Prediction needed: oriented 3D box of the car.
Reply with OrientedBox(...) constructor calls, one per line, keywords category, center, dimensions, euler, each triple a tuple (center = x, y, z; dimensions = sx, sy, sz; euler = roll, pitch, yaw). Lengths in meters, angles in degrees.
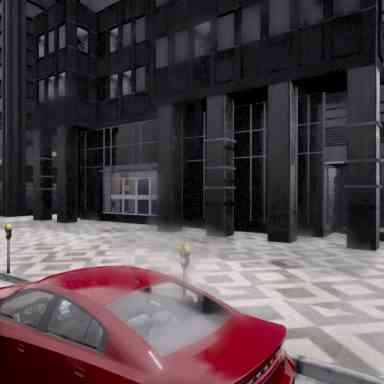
OrientedBox(category="car", center=(-1.167, 1.545, 3.798), dimensions=(4.507, 1.381, 1.887), euler=(0, 0, 36))
